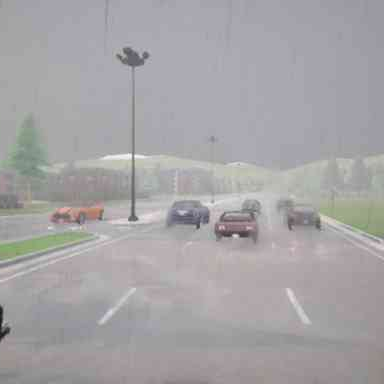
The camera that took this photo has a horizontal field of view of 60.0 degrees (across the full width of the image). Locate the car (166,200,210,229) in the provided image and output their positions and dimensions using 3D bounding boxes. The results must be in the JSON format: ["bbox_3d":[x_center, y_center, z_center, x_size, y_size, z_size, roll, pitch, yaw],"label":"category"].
[{"bbox_3d":[-0.129,1.302,21.701,2.097,1.767,4.553,0,0,12],"label":"car"}]

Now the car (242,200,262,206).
[{"bbox_3d":[5.923,1.470,33.117,2.033,1.411,5.357,0,0,12],"label":"car"}]

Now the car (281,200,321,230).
[{"bbox_3d":[6.791,1.477,20.704,1.812,1.442,4.674,0,0,12],"label":"car"}]

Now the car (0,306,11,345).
[{"bbox_3d":[-3.273,1.596,2.019,1.895,1.301,4.718,0,0,3],"label":"car"}]

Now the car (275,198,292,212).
[{"bbox_3d":[10.475,1.415,37.502,1.837,1.490,4.892,0,-1,13],"label":"car"}]

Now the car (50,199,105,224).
[{"bbox_3d":[-8.094,1.296,23.932,2.097,1.767,4.553,0,0,13],"label":"car"}]

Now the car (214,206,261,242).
[{"bbox_3d":[2.302,1.562,16.332,1.895,1.301,4.718,0,0,11],"label":"car"}]
